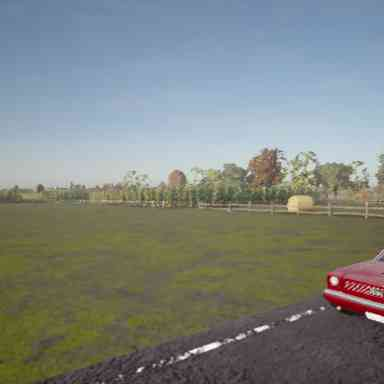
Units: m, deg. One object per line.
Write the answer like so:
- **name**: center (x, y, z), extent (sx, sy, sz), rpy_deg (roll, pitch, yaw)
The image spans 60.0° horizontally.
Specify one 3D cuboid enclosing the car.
- **car**: center (4.595, 1.602, 6.348), extent (4.718, 1.301, 1.895), rpy_deg (0, 0, -35)
